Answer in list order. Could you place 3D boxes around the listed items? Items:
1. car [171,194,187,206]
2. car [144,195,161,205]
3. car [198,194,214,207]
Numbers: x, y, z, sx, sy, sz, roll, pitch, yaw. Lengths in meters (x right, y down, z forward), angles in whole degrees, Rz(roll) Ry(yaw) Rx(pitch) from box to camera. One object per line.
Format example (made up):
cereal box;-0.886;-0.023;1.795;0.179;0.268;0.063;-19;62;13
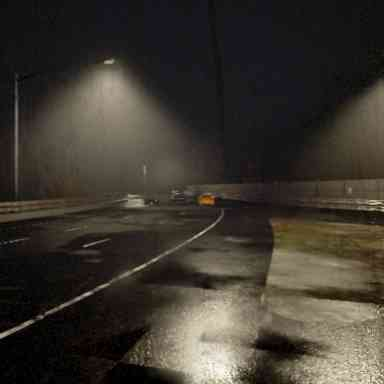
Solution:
car;-1.705;1.000;43.036;2.128;1.511;4.902;0;1;0
car;-5.167;1.075;44.568;1.895;1.301;4.718;0;1;0
car;1.791;1.018;41.805;1.882;1.535;5.008;0;1;1
